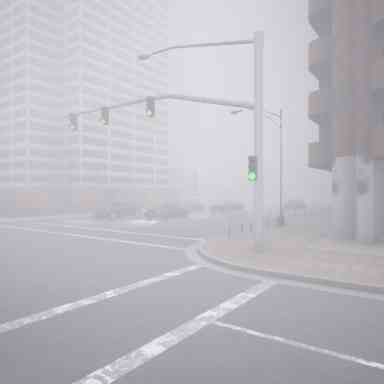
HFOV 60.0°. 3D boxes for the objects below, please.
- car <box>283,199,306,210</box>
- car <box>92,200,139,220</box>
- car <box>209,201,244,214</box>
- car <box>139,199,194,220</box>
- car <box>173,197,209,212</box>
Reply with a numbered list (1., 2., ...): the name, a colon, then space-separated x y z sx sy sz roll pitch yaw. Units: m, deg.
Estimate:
1. car: 13.541 1.564 43.683 1.994 1.385 4.181 0 0 35
2. car: -6.159 1.505 28.115 1.837 1.490 4.892 0 0 35
3. car: 3.822 1.601 36.212 1.895 1.301 4.718 0 0 35
4. car: -2.049 1.564 27.876 1.994 1.385 4.181 0 0 35
5. car: -0.440 1.564 36.242 1.994 1.385 4.181 0 0 35
